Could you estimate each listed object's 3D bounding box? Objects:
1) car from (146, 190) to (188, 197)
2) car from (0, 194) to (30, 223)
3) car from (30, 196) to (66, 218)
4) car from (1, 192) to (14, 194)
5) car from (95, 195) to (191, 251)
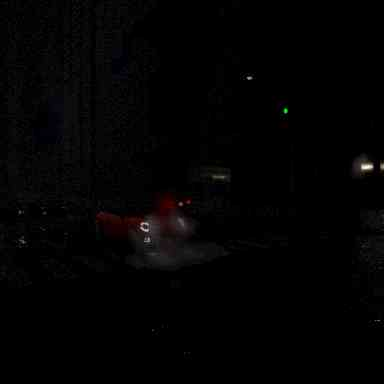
[{"bbox_3d":[-2.307,0.881,24.638,2.150,2.045,5.566,0,1,-36],"label":"car"},{"bbox_3d":[-12.082,1.129,21.354,1.882,1.535,5.008,0,1,-36],"label":"car"},{"bbox_3d":[-11.269,1.072,25.786,1.882,1.535,5.008,0,1,-36],"label":"car"},{"bbox_3d":[-24.634,0.776,44.468,2.128,1.511,4.902,0,1,-35],"label":"car"},{"bbox_3d":[-2.156,1.165,13.412,2.097,1.767,4.553,0,1,-39],"label":"car"}]
